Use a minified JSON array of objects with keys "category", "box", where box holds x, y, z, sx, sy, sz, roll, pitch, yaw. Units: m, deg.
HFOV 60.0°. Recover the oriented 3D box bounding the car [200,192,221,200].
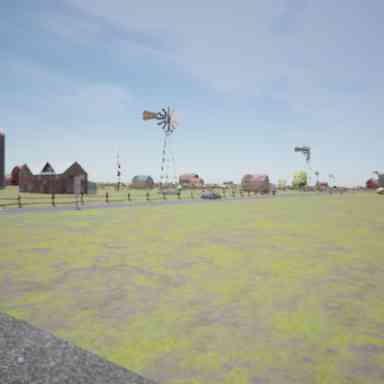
[{"category":"car","box":[3.186,0.621,56.937,1.994,1.385,4.181,1,1,36]}]
